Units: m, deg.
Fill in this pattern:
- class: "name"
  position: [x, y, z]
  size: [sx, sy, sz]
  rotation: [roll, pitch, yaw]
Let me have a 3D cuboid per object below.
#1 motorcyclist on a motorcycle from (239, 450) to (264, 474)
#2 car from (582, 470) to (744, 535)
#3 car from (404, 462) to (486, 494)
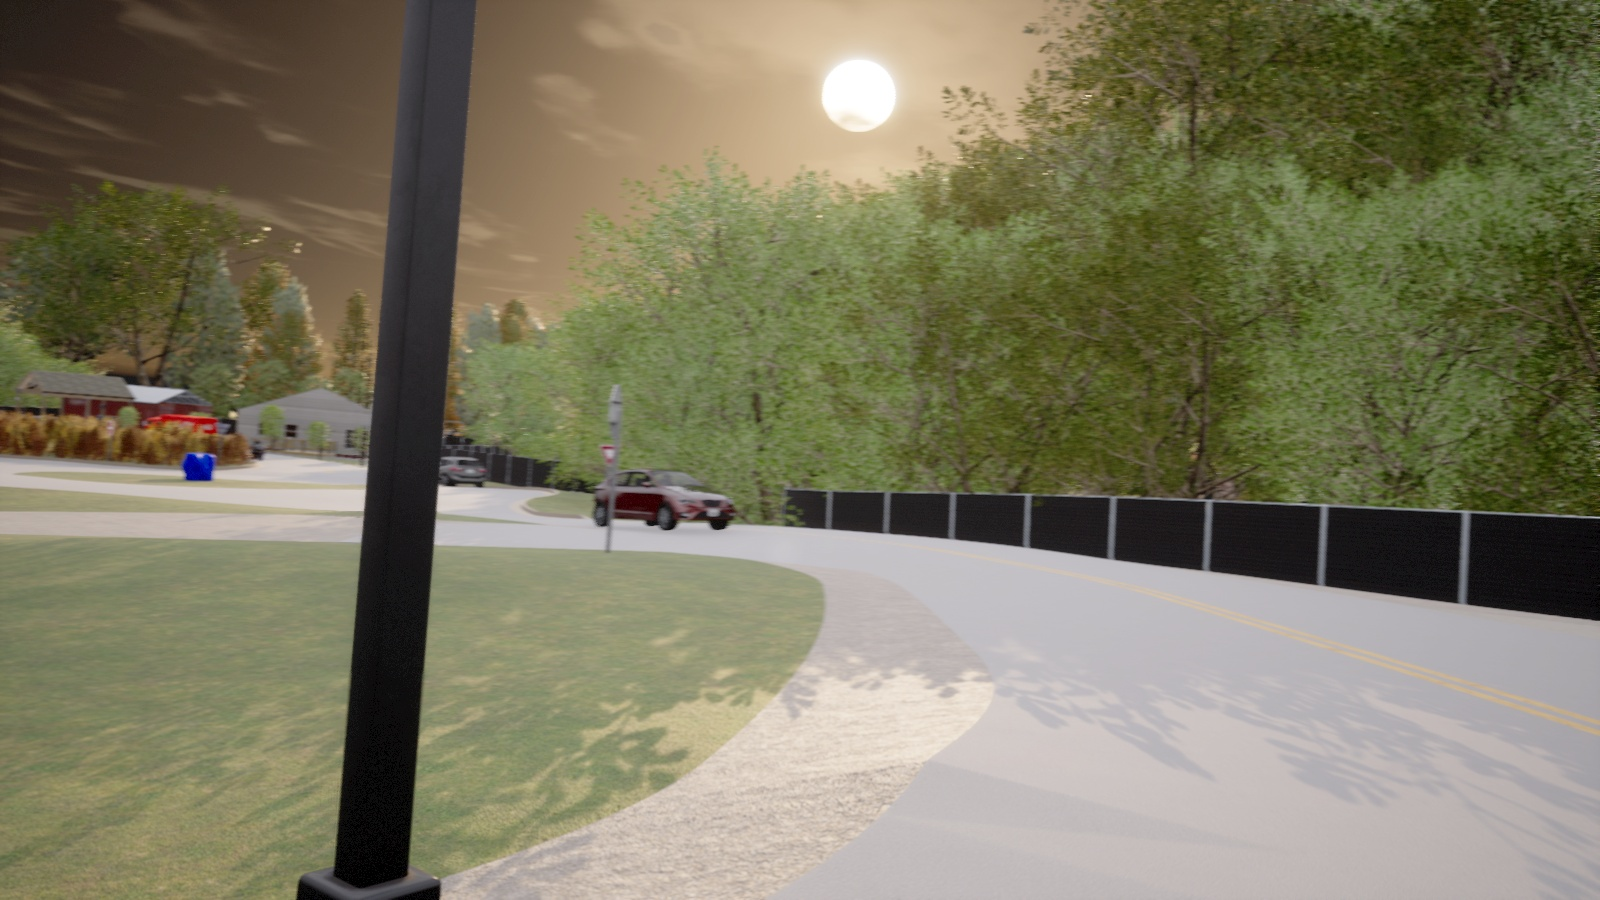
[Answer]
- class: "motorcyclist on a motorcycle"
  position: [-37.367, 0.813, 85.549]
  size: [0.866, 1.530, 2.191]
  rotation: [2, 1, -43]
- class: "car"
  position: [-3.393, 1.257, 30.557]
  size: [1.816, 1.474, 4.193]
  rotation: [1, -3, -42]
- class: "car"
  position: [-19.229, 1.544, 67.924]
  size: [4.611, 1.667, 2.242]
  rotation: [-2, -4, 45]
